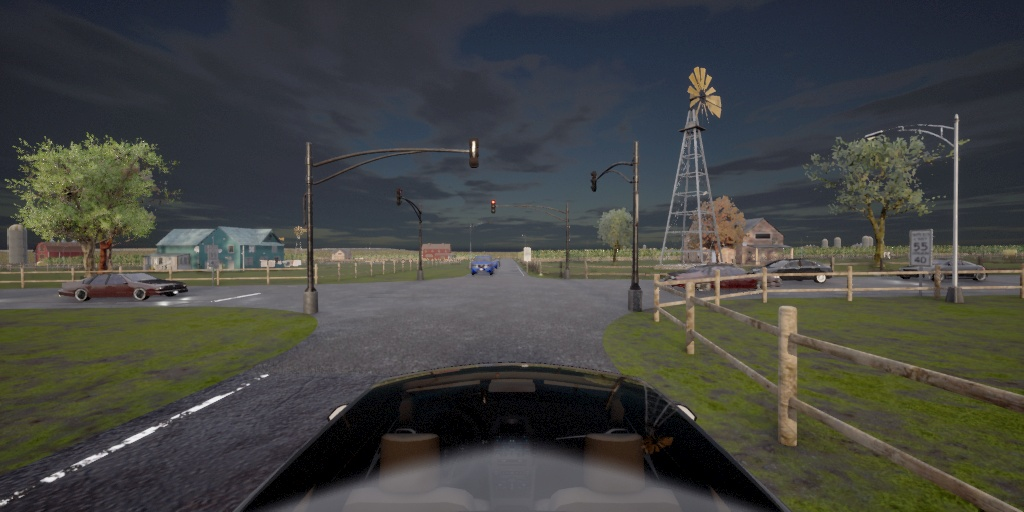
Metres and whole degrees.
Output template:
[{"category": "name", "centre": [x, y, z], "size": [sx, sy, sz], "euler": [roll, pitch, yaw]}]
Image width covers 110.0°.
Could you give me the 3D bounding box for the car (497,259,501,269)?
[{"category": "car", "centre": [-3.126, 1.223, 54.579], "size": [1.882, 1.535, 5.008], "euler": [0, 0, 0]}]

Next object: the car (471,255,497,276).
[{"category": "car", "centre": [-3.010, 0.965, 37.564], "size": [2.150, 2.045, 5.566], "euler": [0, 0, 0]}]

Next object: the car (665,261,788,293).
[{"category": "car", "centre": [11.114, 1.160, 19.109], "size": [5.357, 1.411, 2.033], "euler": [-1, 1, 2]}]

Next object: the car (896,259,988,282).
[{"category": "car", "centre": [27.547, 0.885, 23.056], "size": [4.181, 1.385, 1.994], "euler": [-1, 1, 0]}]

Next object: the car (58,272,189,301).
[{"category": "car", "centre": [-20.634, 1.587, 19.140], "size": [5.357, 1.411, 2.033], "euler": [-1, 1, 0]}]

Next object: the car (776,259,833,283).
[{"category": "car", "centre": [17.688, 0.957, 23.014], "size": [4.892, 1.490, 1.837], "euler": [-1, 1, 0]}]
